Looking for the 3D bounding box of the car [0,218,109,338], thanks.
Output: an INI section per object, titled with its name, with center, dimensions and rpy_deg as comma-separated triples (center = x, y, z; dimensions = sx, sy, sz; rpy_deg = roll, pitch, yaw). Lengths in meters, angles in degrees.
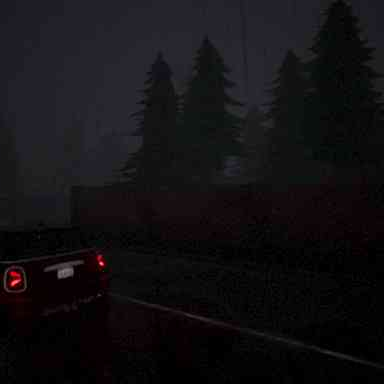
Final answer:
[car]
center = -3.809, 1.347, 6.709
dimensions = 4.553, 1.767, 2.097
rpy_deg = 0, 0, 35
